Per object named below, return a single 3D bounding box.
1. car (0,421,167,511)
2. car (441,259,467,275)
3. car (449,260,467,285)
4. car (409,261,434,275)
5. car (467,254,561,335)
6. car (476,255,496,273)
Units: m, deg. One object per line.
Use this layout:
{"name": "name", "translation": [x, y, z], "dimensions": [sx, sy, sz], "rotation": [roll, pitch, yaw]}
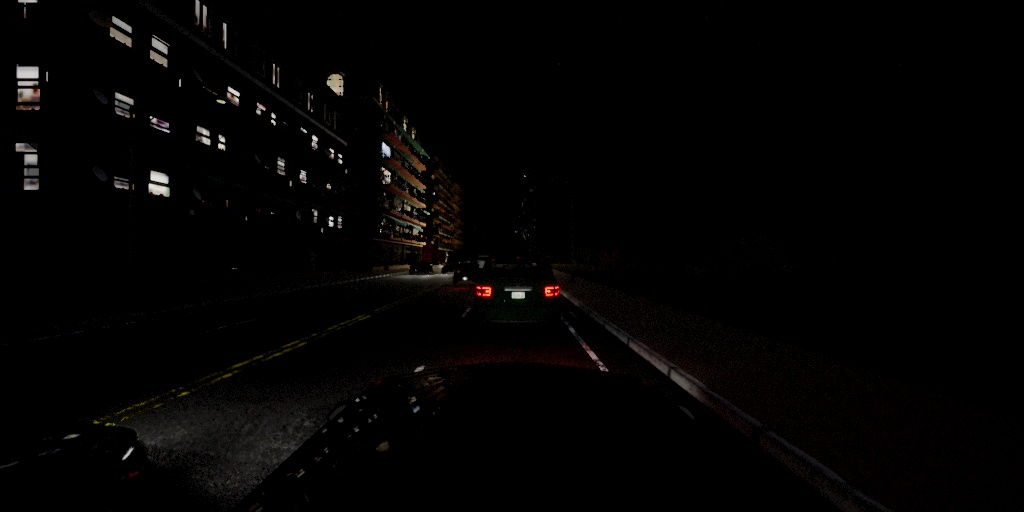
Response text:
{"name": "car", "translation": [-3.154, 1.275, 0.329], "dimensions": [1.812, 1.442, 4.674], "rotation": [0, 0, 0]}
{"name": "car", "translation": [-6.605, 1.300, 40.249], "dimensions": [2.033, 1.411, 5.357], "rotation": [0, 0, 0]}
{"name": "car", "translation": [-3.152, 1.258, 26.474], "dimensions": [1.837, 1.490, 4.892], "rotation": [0, 0, 0]}
{"name": "car", "translation": [-9.854, 1.258, 39.165], "dimensions": [1.837, 1.490, 4.892], "rotation": [0, 0, 0]}
{"name": "car", "translation": [0.100, 0.973, 10.715], "dimensions": [2.150, 2.045, 5.566], "rotation": [0, 0, -1]}
{"name": "car", "translation": [-3.151, 0.973, 44.311], "dimensions": [2.150, 2.045, 5.566], "rotation": [0, 0, 0]}
